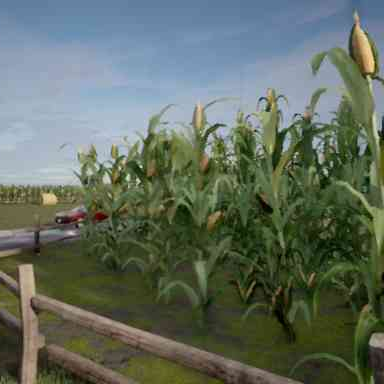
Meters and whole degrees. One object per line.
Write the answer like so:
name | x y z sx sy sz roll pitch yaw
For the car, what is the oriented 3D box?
car | -7.210 1.569 23.250 1.882 1.535 5.008 1 0 28
